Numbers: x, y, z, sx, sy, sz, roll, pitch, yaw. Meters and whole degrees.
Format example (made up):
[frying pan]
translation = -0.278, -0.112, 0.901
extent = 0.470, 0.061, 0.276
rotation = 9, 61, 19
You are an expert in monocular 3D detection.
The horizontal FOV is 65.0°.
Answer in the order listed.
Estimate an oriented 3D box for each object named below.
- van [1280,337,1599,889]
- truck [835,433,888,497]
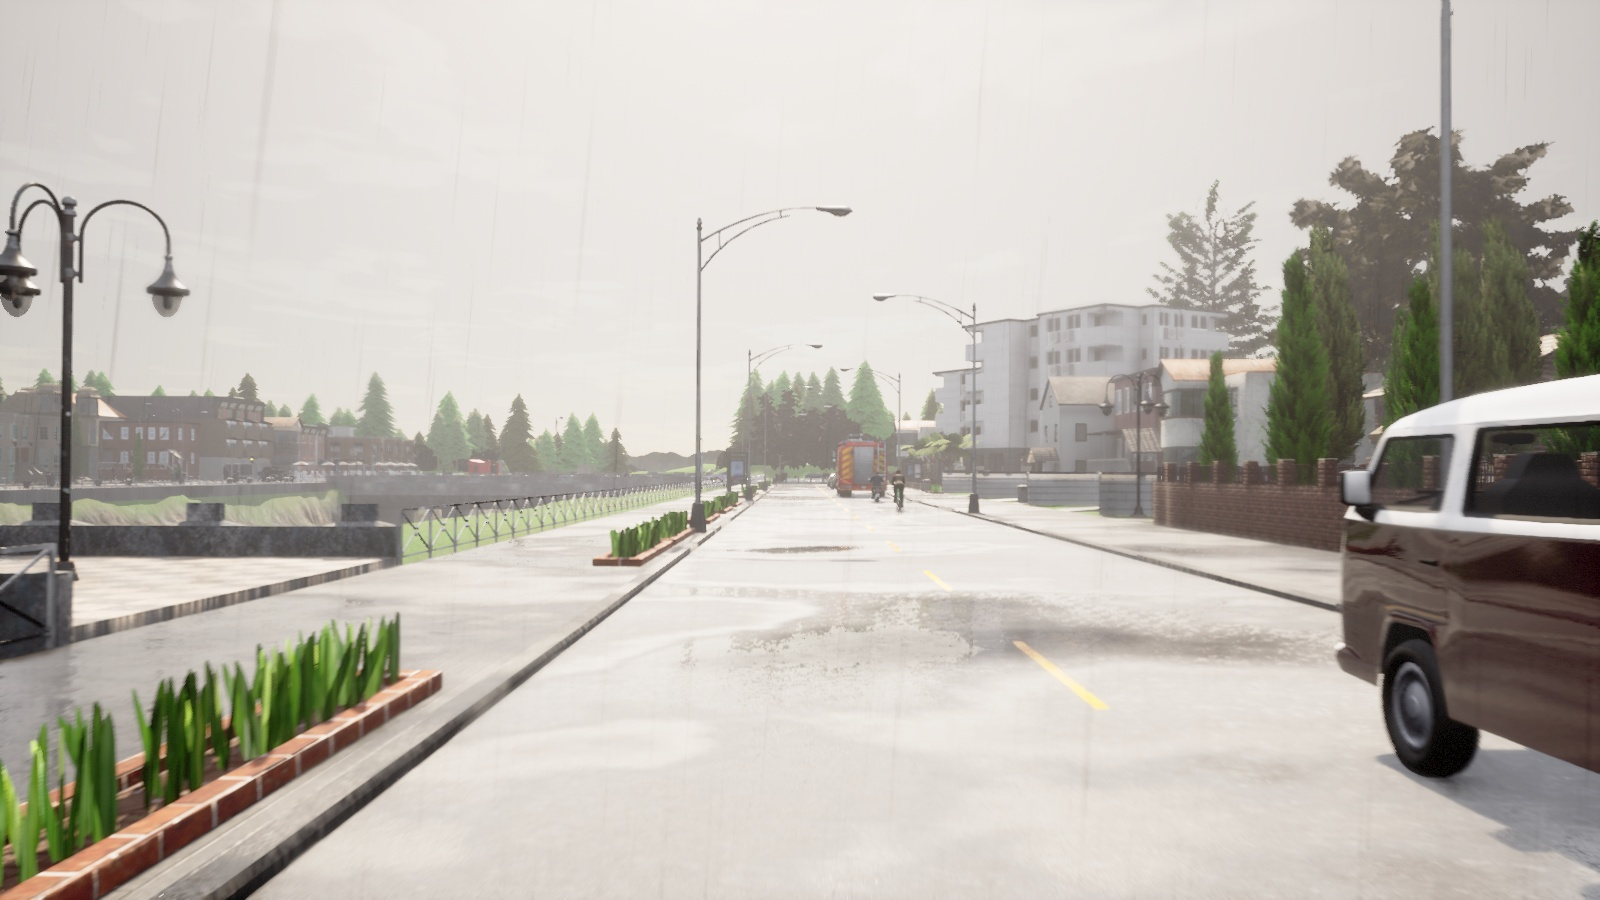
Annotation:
[van]
translation = 3.986, 0.613, 5.450
extent = 2.069, 2.038, 4.480
rotation = 0, -1, 0
[truck]
translation = 3.808, 0.971, 79.833
extent = 2.891, 3.827, 8.468
rotation = 0, -1, 0
